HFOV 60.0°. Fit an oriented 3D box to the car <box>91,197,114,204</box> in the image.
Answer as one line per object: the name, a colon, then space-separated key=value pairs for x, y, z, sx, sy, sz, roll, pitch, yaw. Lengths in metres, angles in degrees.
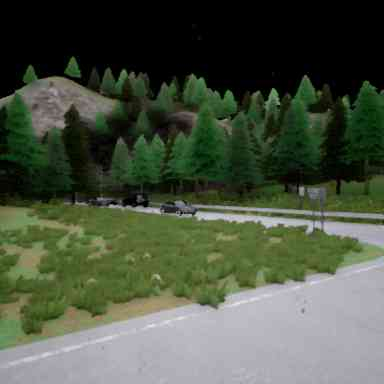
car: x=-14.132 y=1.605 z=51.142 sx=1.837 sy=1.490 sz=4.892 roll=0 pitch=0 yaw=-35

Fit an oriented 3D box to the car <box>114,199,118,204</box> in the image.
car: x=-14.652 y=1.688 z=57.897 sx=1.895 sy=1.301 sz=4.718 roll=0 pitch=0 yaw=-36

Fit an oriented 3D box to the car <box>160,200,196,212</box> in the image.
car: x=-1.395 y=1.600 z=33.177 sx=1.837 sy=1.490 sz=4.892 roll=0 pitch=0 yaw=-36

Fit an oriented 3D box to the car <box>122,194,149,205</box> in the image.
car: x=-8.423 y=1.308 z=49.257 sx=2.150 sy=2.045 sz=5.566 roll=0 pitch=0 yaw=-35
